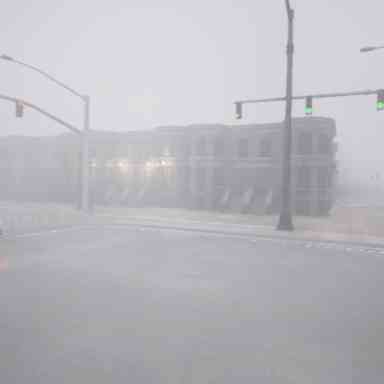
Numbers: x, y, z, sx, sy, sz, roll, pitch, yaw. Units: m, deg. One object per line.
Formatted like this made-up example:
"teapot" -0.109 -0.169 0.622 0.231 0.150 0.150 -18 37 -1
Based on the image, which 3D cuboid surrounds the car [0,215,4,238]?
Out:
"car" -9.284 1.291 13.162 4.674 1.442 1.812 -6 -3 34
